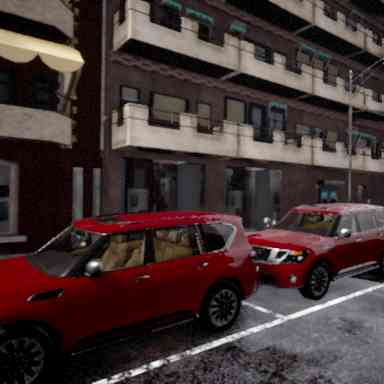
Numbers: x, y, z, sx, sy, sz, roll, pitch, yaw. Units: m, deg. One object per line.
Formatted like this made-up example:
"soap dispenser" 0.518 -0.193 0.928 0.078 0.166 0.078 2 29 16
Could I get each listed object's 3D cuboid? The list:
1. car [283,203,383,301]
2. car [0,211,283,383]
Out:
"car" 3.371 1.262 8.470 5.009 1.841 2.192 -1 2 -35
"car" -1.132 1.301 5.260 5.009 1.841 2.192 -1 2 -35
